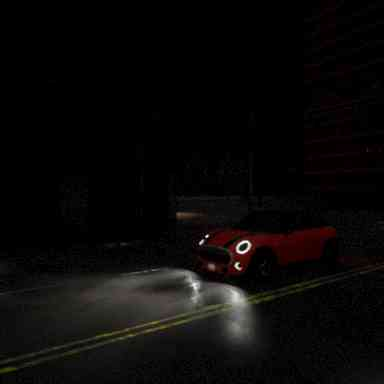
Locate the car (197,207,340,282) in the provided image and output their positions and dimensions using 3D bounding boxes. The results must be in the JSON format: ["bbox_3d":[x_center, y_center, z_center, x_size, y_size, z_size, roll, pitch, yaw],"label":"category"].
[{"bbox_3d":[2.346,1.350,9.914,4.553,1.767,2.097,0,0,-35],"label":"car"}]
